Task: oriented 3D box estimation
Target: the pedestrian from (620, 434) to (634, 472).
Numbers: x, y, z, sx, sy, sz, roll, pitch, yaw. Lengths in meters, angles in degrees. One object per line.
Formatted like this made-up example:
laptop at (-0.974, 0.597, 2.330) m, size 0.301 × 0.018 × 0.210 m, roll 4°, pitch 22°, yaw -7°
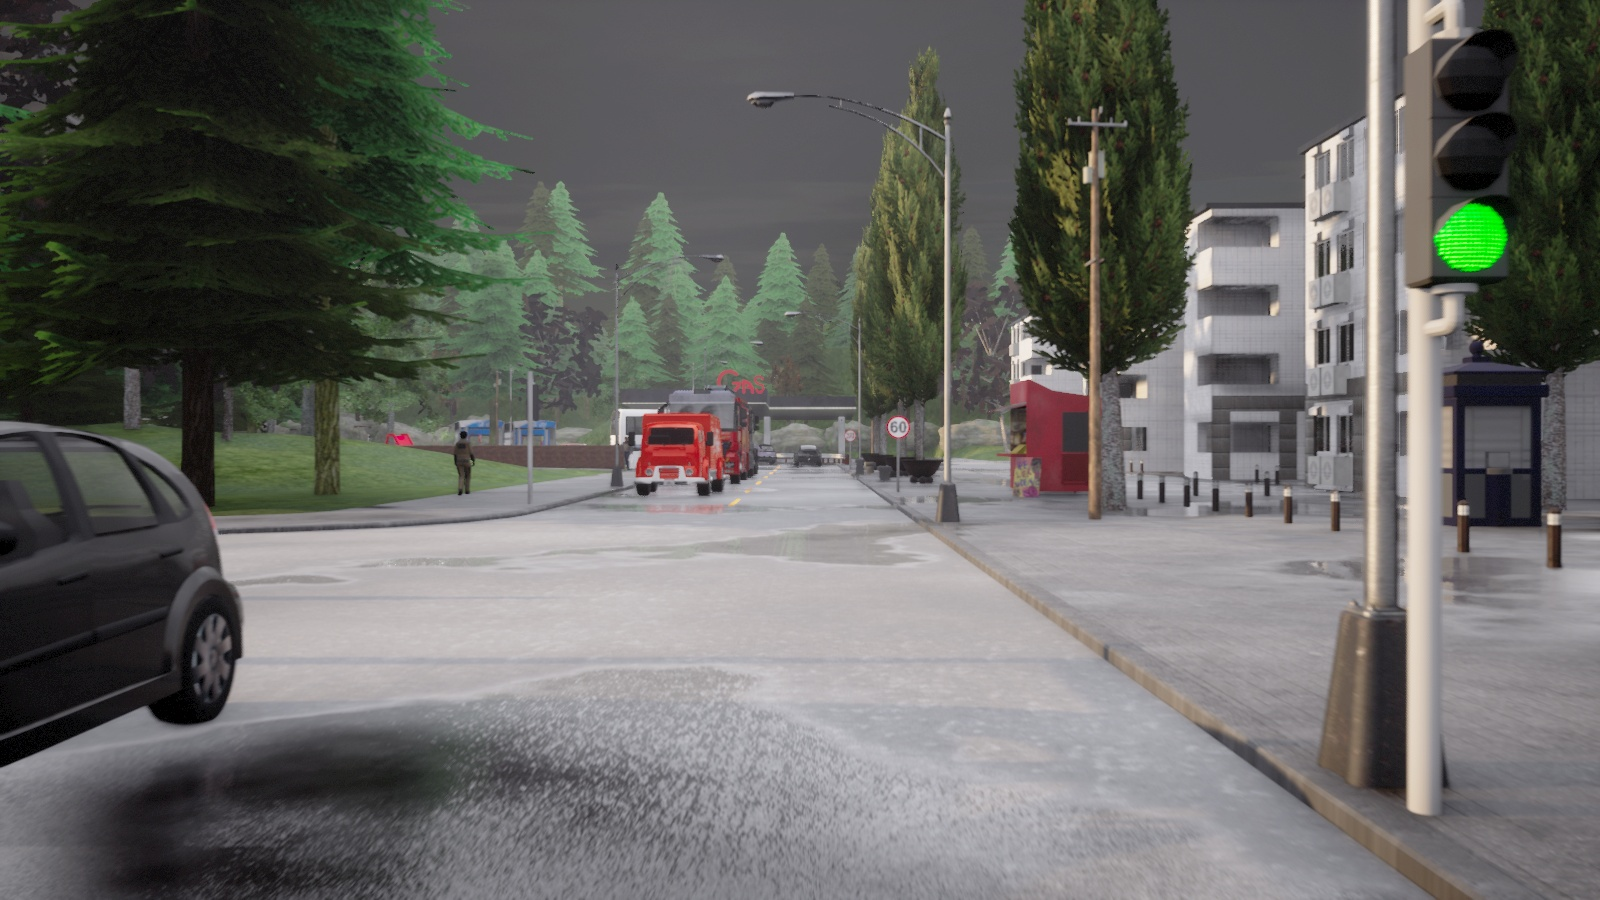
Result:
pedestrian at (-9.092, 0.146, 65.892) m, size 0.423 × 1.949 × 0.788 m, roll 0°, pitch 0°, yaw 17°

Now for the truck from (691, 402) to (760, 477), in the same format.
truck at (-3.561, -0.487, 61.897) m, size 2.891 × 3.462 × 7.936 m, roll 0°, pitch 0°, yaw 0°

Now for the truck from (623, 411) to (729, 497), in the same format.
truck at (-3.716, 0.102, 38.637) m, size 2.627 × 2.467 × 5.204 m, roll 0°, pitch 0°, yaw 1°

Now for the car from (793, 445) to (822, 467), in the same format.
car at (0.502, 0.394, 89.283) m, size 1.837 × 1.490 × 4.892 m, roll 0°, pitch 0°, yaw -3°

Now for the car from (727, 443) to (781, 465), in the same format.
car at (-3.642, 0.281, 98.882) m, size 2.033 × 1.649 × 4.856 m, roll 2°, pitch -1°, yaw -33°

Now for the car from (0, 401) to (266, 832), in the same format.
car at (-3.948, 0.621, 5.280) m, size 1.851 × 1.617 × 3.988 m, roll 0°, pitch 0°, yaw -2°

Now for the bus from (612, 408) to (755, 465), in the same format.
bus at (-8.982, -1.026, 97.056) m, size 10.273 × 4.253 × 3.944 m, roll 0°, pitch 1°, yaw -22°

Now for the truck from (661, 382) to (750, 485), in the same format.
truck at (-3.653, -0.624, 50.535) m, size 2.891 × 3.827 × 8.468 m, roll 0°, pitch 0°, yaw 1°

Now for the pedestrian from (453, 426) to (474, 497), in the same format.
pedestrian at (-9.297, 0.309, 34.706) m, size 0.396 × 1.930 × 0.692 m, roll 0°, pitch 0°, yaw 1°
